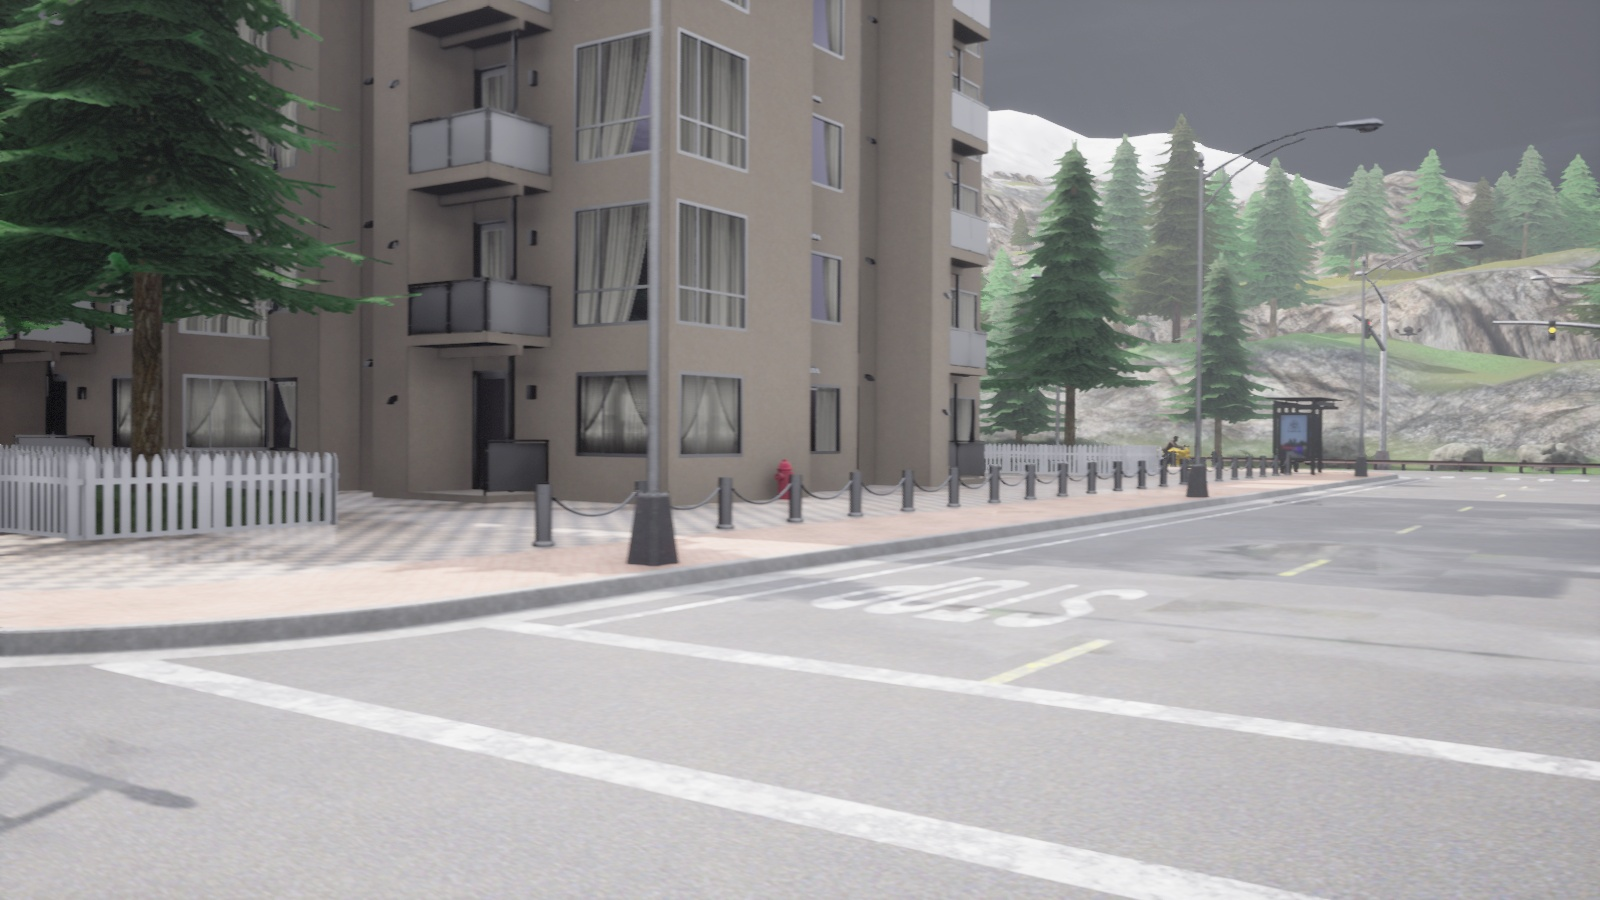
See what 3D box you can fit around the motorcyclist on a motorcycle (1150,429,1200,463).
[{"bbox_3d":[17.179,-0.201,57.564,2.044,1.523,0.797,0,1,35],"label":"motorcyclist on a motorcycle"}]
